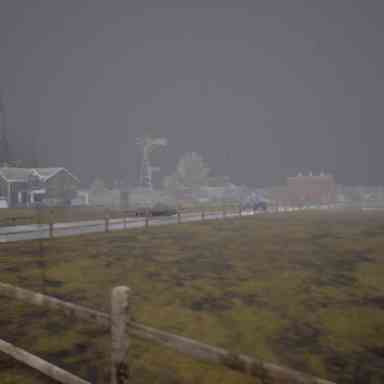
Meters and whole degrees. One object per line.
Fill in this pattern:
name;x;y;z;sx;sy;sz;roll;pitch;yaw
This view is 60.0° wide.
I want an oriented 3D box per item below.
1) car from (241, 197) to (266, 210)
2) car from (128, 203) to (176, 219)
car;9.606;1.778;51.470;2.150;2.045;5.566;0;-1;34
car;-3.685;1.788;31.900;2.033;1.411;5.357;0;0;34
